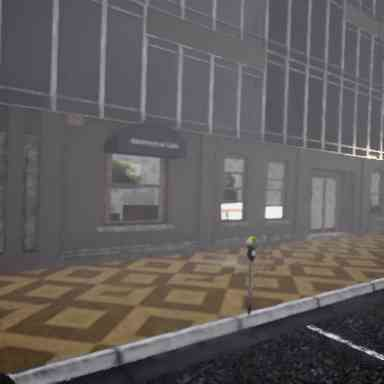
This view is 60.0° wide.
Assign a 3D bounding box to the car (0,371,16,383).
[{"bbox_3d":[-2.703,1.462,0.713,4.313,1.339,1.947,1,2,-34],"label":"car"}]
